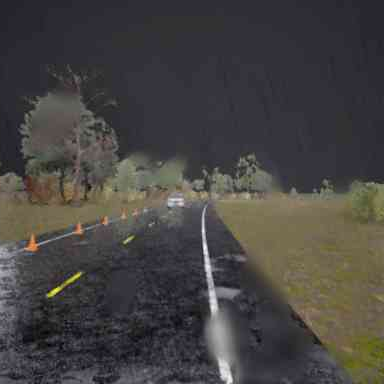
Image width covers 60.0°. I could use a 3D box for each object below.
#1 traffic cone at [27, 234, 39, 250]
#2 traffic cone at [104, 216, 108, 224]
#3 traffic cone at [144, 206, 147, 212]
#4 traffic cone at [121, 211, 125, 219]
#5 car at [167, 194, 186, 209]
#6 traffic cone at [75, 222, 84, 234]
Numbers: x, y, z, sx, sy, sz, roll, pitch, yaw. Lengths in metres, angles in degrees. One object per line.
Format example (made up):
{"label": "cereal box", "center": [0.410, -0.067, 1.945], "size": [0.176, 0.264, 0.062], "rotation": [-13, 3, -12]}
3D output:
{"label": "traffic cone", "center": [-6.134, 1.917, 12.797], "size": [0.340, 0.580, 0.340], "rotation": [0, 0, 1]}
{"label": "traffic cone", "center": [-5.898, 1.915, 22.835], "size": [0.340, 0.580, 0.340], "rotation": [0, 0, 2]}
{"label": "traffic cone", "center": [-5.307, 1.941, 37.883], "size": [0.340, 0.580, 0.340], "rotation": [0, 0, 3]}
{"label": "traffic cone", "center": [-5.732, 1.921, 27.852], "size": [0.340, 0.580, 0.340], "rotation": [0, 0, 2]}
{"label": "car", "center": [-2.083, 1.227, 44.710], "size": [2.150, 2.045, 5.566], "rotation": [0, 0, -1]}
{"label": "traffic cone", "center": [-6.032, 1.913, 17.816], "size": [0.340, 0.580, 0.340], "rotation": [0, 0, 1]}
